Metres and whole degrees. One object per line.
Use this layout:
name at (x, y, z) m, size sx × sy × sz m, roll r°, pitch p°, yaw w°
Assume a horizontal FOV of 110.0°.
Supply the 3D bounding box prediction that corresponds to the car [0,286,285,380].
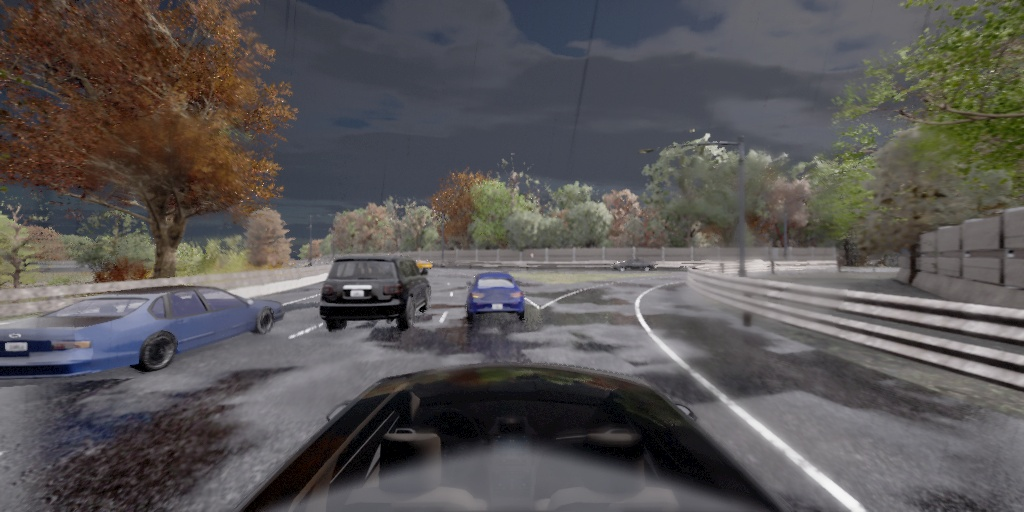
car at (-7.181, 1.337, 7.597) m, size 2.033 × 1.411 × 5.357 m, roll 0°, pitch 0°, yaw -4°

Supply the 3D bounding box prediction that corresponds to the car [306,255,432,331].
car at (-3.992, 1.004, 11.341) m, size 2.150 × 2.045 × 5.566 m, roll 0°, pitch 0°, yaw -5°

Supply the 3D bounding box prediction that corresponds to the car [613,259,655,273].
car at (14.887, 1.174, 44.024) m, size 4.892 × 1.490 × 1.837 m, roll 0°, pitch 0°, yaw 5°

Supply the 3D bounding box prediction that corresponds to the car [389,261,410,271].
car at (-17.021, 1.508, 53.943) m, size 1.895 × 1.301 × 4.718 m, roll 0°, pitch 0°, yaw -31°

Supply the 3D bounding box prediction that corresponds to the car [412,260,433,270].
car at (-13.939, 1.375, 55.605) m, size 1.882 × 1.535 × 5.008 m, roll 0°, pitch 0°, yaw -31°

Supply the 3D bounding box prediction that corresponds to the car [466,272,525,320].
car at (-0.631, 1.296, 12.609) m, size 1.812 × 1.442 × 4.674 m, roll 0°, pitch 0°, yaw -5°

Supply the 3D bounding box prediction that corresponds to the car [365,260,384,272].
car at (-20.073, 1.422, 52.230) m, size 1.837 × 1.490 × 4.892 m, roll 0°, pitch 0°, yaw -31°
